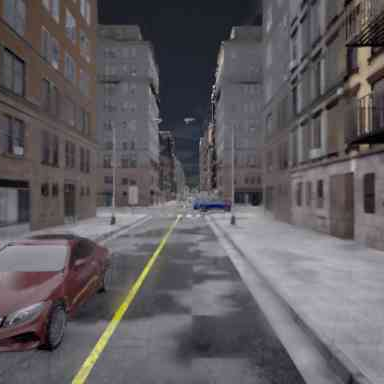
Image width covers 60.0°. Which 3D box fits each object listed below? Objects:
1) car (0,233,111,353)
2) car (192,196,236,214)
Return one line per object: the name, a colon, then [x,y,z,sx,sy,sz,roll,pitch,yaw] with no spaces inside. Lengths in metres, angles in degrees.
car: [-2.862,1.599,6.446,1.812,1.442,4.674,0,-1,0]
car: [2.840,1.664,43.002,5.566,2.045,2.150,0,-1,0]
